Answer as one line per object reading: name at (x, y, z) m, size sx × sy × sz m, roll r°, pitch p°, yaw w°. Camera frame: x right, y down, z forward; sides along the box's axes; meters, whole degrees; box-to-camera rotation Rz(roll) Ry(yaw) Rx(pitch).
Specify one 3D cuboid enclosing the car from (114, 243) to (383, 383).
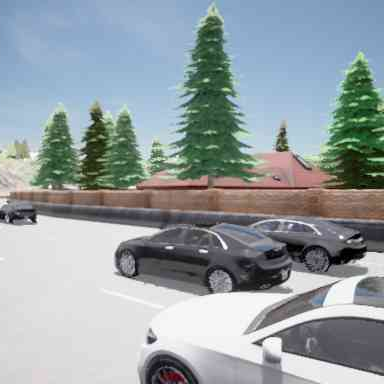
car at (1.593, 1.535, 2.945) m, size 4.674 × 1.442 × 1.812 m, roll 0°, pitch 0°, yaw 36°

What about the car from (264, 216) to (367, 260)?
car at (2.876, 1.520, 10.726) m, size 4.902 × 1.511 × 2.128 m, roll 0°, pitch 0°, yaw 37°

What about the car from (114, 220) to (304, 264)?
car at (0.037, 1.522, 8.489) m, size 4.892 × 1.490 × 1.837 m, roll 0°, pitch 0°, yaw 38°

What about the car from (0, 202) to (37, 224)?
car at (-13.343, 1.532, 25.166) m, size 1.837 × 1.490 × 4.892 m, roll 0°, pitch 0°, yaw -44°
